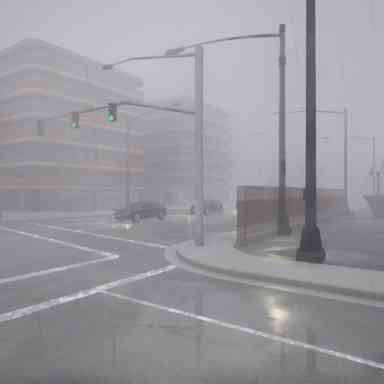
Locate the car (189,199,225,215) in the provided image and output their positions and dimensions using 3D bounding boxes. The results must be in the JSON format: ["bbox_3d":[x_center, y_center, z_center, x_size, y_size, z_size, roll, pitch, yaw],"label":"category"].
[{"bbox_3d":[1.626,1.505,34.455,1.837,1.490,4.892,0,0,35],"label":"car"}]

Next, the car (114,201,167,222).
[{"bbox_3d":[-3.966,1.505,26.333,1.837,1.490,4.892,0,0,35],"label":"car"}]
